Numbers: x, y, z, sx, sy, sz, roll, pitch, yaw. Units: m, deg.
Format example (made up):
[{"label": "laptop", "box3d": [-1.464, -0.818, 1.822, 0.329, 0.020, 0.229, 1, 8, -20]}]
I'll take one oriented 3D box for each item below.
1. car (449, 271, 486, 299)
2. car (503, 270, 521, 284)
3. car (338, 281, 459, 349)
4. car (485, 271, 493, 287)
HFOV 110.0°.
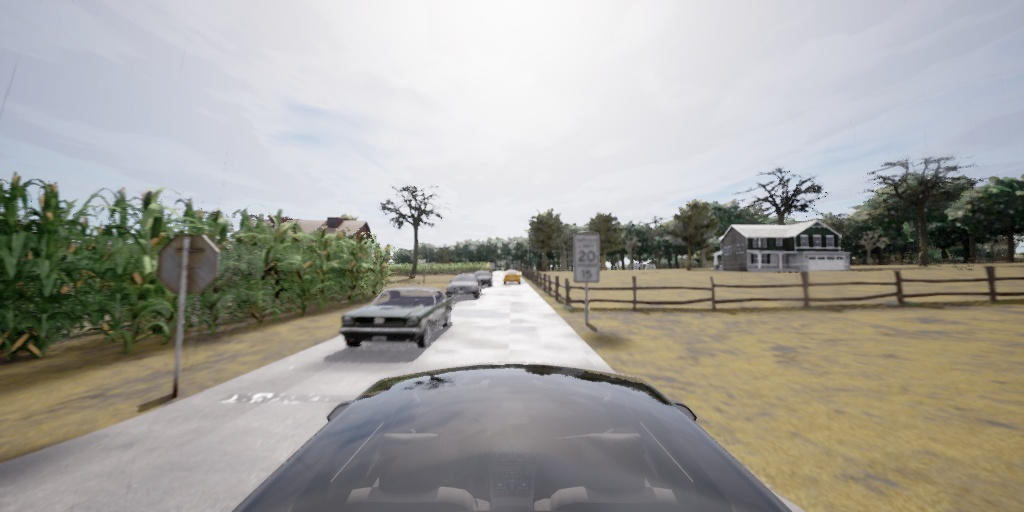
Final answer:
[{"label": "car", "box3d": [-2.885, 1.857, 22.633, 1.812, 1.442, 4.674, 0, -2, 0]}, {"label": "car", "box3d": [0.010, 2.402, 40.925, 1.882, 1.535, 5.008, 0, -2, 0]}, {"label": "car", "box3d": [-2.856, 1.538, 9.907, 1.895, 1.301, 4.718, 0, -2, 0]}, {"label": "car", "box3d": [-2.865, 2.198, 35.069, 1.882, 1.535, 5.008, 0, -2, 0]}]
